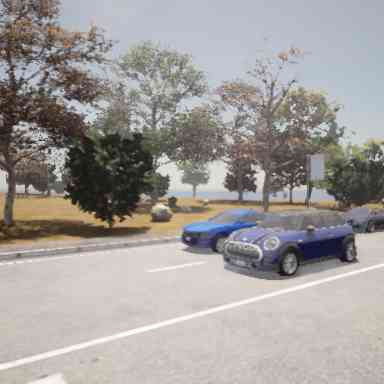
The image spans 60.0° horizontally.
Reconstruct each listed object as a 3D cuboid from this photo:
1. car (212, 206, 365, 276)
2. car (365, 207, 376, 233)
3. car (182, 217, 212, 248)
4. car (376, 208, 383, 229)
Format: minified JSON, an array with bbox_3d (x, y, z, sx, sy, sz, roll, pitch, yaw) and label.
[{"bbox_3d":[3.142,1.356,10.458,4.553,1.767,2.097,0,0,-36],"label":"car"},{"bbox_3d":[10.423,1.597,20.037,4.181,1.385,1.994,0,0,-36],"label":"car"},{"bbox_3d":[1.889,1.486,13.875,5.008,1.535,1.882,0,0,-36],"label":"car"},{"bbox_3d":[11.547,1.519,16.531,4.902,1.511,2.128,0,0,-36],"label":"car"}]
